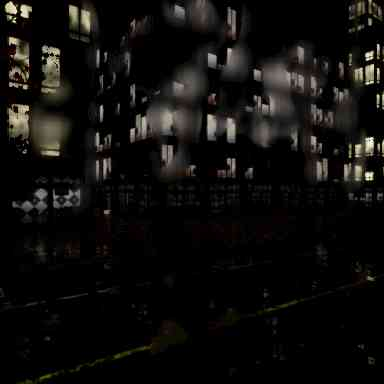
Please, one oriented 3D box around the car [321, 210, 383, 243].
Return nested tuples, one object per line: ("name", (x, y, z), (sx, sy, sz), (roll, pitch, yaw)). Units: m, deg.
("car", (8.140, 1.563, 16.226), (4.313, 1.339, 1.947), (0, 0, -36))
